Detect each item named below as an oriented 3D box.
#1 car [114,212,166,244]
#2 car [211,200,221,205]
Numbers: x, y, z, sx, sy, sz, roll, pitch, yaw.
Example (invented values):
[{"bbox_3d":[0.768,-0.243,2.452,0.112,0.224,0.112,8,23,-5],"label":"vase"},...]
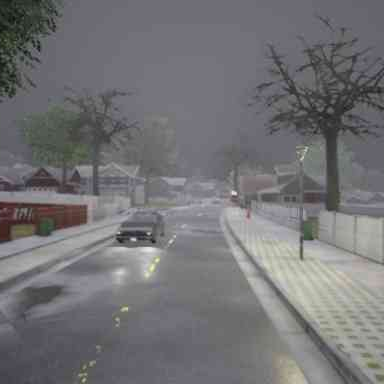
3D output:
[{"bbox_3d":[-2.447,1.734,17.242,2.033,1.411,5.357,0,-1,3],"label":"car"},{"bbox_3d":[6.225,2.637,85.677,1.994,1.385,4.181,0,-1,12],"label":"car"}]
